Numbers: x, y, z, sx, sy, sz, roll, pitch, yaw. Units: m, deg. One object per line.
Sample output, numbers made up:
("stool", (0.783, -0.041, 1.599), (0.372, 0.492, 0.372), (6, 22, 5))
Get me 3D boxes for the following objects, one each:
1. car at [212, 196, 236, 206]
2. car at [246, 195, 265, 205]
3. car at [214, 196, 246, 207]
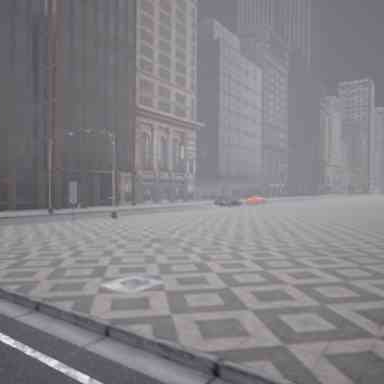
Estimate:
("car", (5.396, 1.439, 55.382), (1.837, 1.490, 4.892), (1, 1, 35))
("car", (11.195, 1.294, 58.390), (2.097, 1.767, 4.553), (1, 1, 35))
("car", (5.672, 1.531, 50.477), (2.033, 1.411, 5.357), (1, 1, 36))
